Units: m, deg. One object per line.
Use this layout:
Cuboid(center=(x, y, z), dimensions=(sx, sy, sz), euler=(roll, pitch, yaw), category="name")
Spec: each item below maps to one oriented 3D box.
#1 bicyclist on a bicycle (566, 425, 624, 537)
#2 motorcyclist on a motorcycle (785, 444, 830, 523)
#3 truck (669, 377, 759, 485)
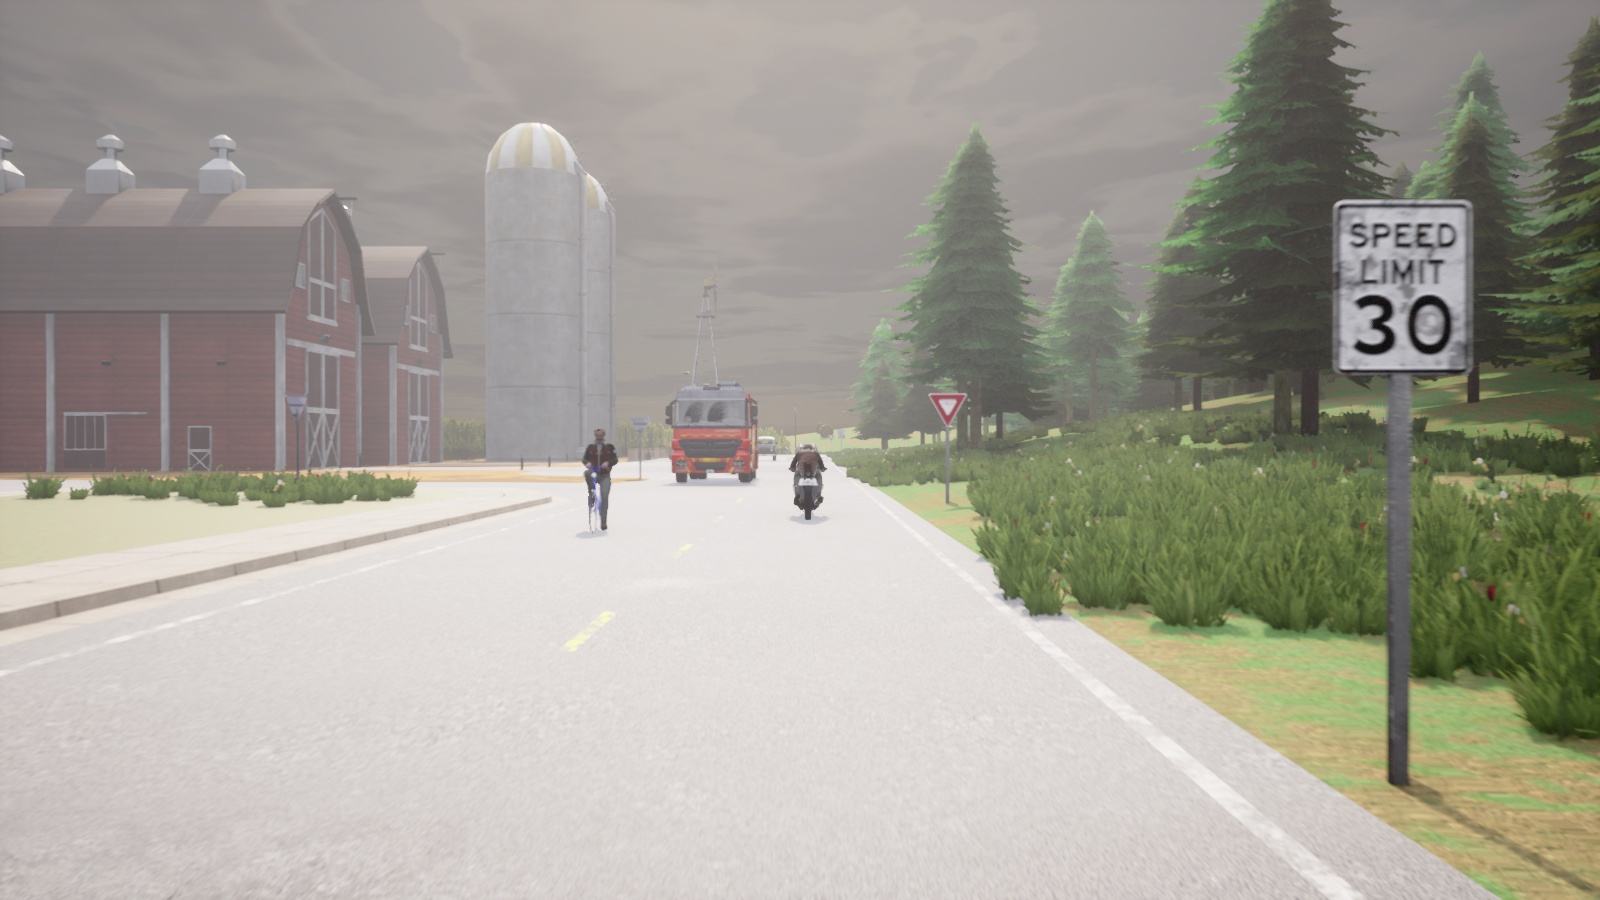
Cuboid(center=(-3.382, 0.497, 20.856), dimensions=(0.659, 1.776, 1.843), euler=(0, 0, 0), category="bicyclist on a bicycle")
Cuboid(center=(0.160, 0.639, 25.332), dimensions=(0.866, 1.530, 2.191), euler=(0, 0, 0), category="motorcyclist on a motorcycle")
Cuboid(center=(-3.205, -0.696, 48.904), dimensions=(2.891, 3.827, 8.468), euler=(0, 0, 0), category="truck")
